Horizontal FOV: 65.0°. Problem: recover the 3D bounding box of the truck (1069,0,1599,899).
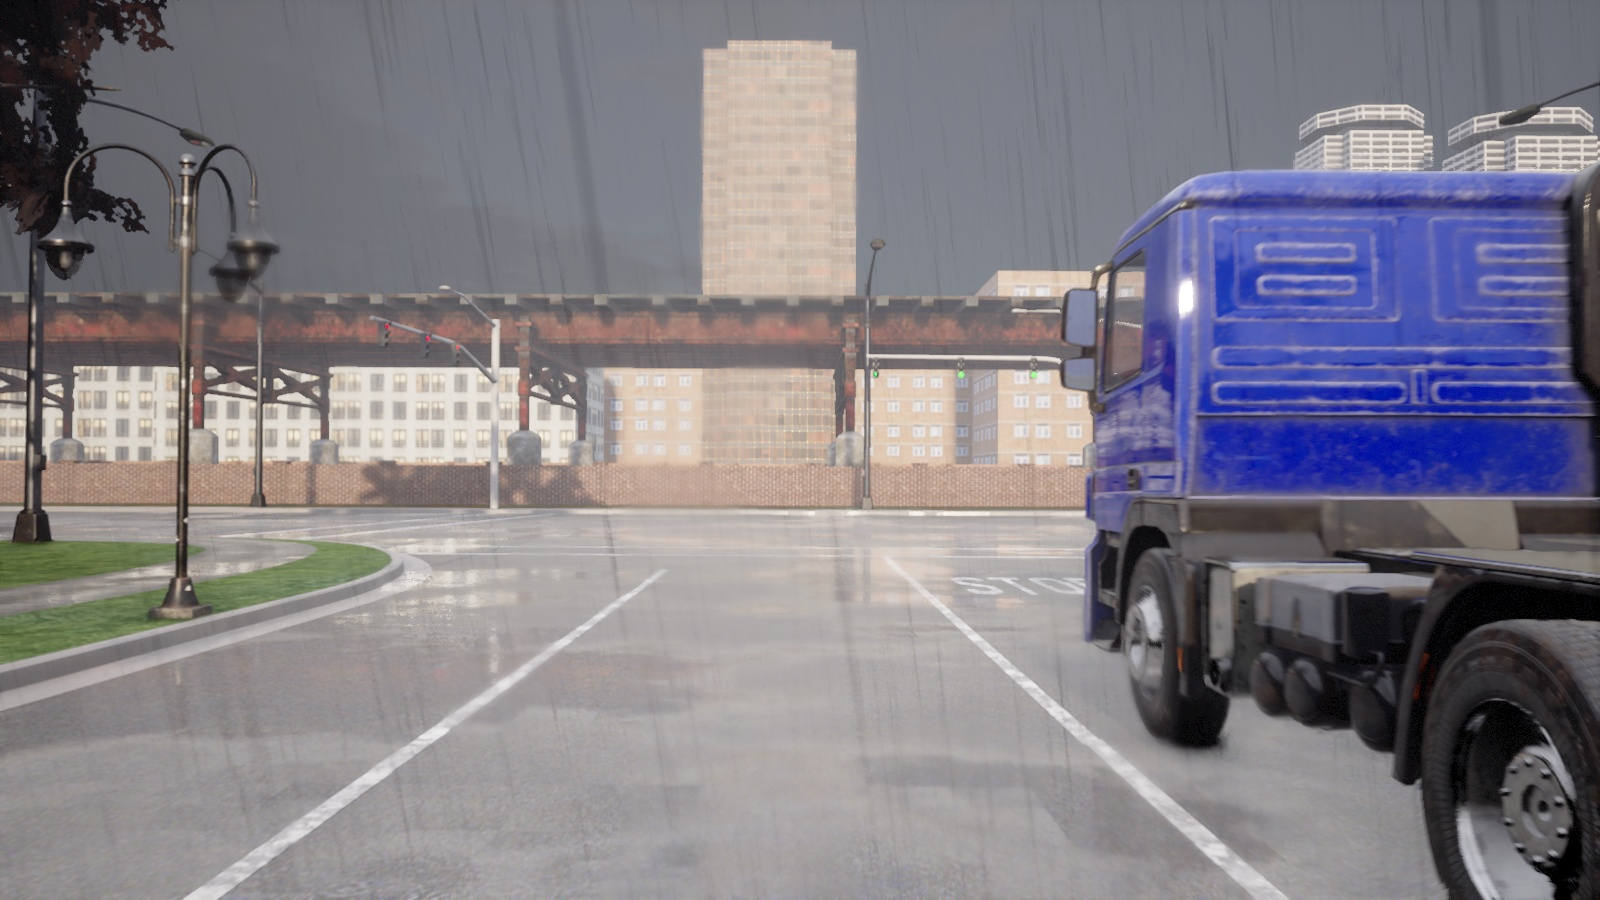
[{"bbox_3d":[3.482,-0.055,5.439,2.891,3.462,7.936,0,-1,0],"label":"truck"}]
